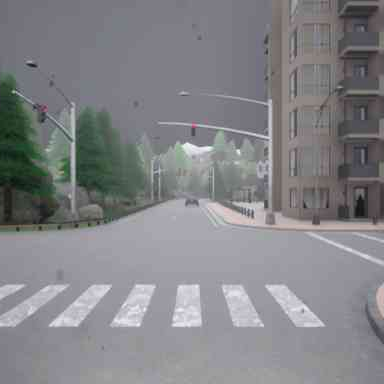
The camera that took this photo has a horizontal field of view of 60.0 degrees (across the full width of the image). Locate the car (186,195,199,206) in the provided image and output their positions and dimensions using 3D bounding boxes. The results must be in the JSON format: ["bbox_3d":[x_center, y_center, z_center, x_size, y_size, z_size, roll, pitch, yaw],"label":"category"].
[{"bbox_3d":[0.019,1.356,55.764,2.097,1.767,4.553,0,0,1],"label":"car"}]
